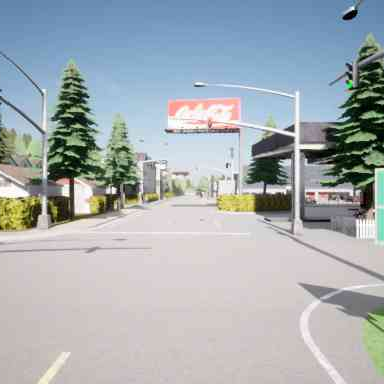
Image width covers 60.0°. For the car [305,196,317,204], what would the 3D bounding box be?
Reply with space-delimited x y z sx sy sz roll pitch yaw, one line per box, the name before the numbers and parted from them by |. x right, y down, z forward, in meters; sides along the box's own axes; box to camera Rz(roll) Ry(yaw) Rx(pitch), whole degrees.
car | 22.470 1.552 64.069 1.970 1.475 3.806 0 0 0

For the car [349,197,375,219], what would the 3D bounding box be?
car | 14.356 1.504 24.998 3.866 1.878 1.905 0 0 0

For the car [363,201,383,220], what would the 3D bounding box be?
car | 18.679 1.672 30.670 4.611 1.667 2.242 0 0 0

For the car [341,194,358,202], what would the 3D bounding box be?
car | 34.870 1.489 71.866 2.007 1.523 4.514 0 0 0
